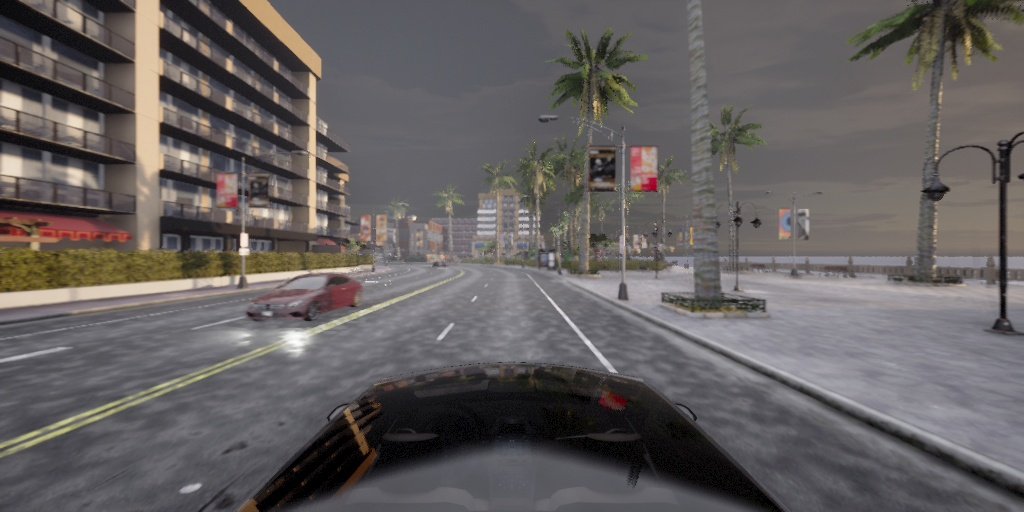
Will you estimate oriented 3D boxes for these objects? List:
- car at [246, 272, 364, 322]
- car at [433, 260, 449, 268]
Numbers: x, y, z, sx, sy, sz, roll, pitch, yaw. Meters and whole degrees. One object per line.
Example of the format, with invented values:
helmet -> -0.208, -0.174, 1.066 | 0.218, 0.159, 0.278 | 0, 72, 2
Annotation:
car -> -6.827, 1.332, 12.482 | 1.812, 1.442, 4.674 | 0, 1, 3
car -> -12.095, 1.329, 60.833 | 1.994, 1.385, 4.181 | 0, 0, -26
